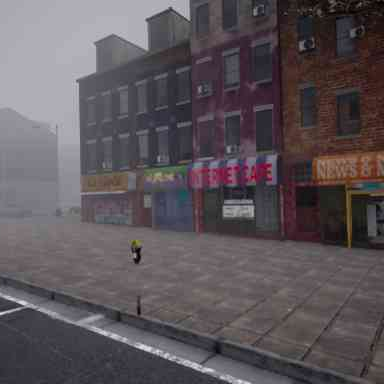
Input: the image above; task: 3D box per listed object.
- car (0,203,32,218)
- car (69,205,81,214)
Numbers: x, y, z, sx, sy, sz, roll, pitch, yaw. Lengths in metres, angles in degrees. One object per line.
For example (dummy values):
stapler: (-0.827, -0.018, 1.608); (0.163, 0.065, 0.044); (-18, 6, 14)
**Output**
car: (-16.208, 1.630, 28.922); (1.994, 1.385, 4.181); (-2, -1, 36)
car: (-10.756, 1.608, 36.514); (2.033, 1.411, 5.357); (-2, -1, 35)
